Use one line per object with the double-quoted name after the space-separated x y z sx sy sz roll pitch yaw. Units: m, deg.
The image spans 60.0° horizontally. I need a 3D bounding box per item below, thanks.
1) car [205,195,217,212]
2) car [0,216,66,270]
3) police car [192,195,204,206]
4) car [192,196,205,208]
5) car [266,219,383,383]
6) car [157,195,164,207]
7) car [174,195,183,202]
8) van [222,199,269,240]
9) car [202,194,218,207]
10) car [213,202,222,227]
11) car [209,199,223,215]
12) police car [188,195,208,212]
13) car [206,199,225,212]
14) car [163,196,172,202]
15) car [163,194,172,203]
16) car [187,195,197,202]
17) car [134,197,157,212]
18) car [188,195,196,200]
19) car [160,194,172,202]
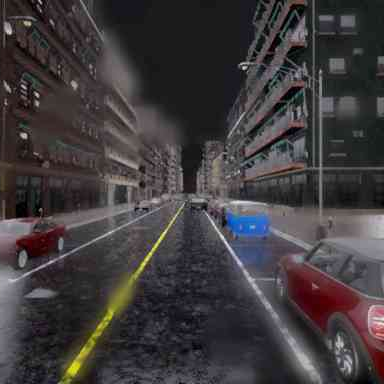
2.692 1.429 33.553 1.967 1.590 4.097 0 0 0 "car"
-5.689 1.541 11.010 1.887 1.381 4.507 0 0 0 "car"
0.900 1.403 54.795 1.930 1.638 5.238 0 0 0 "police car"
0.900 1.459 48.685 1.882 1.535 5.008 0 0 0 "car"
2.692 1.438 5.370 1.967 1.590 4.097 0 0 0 "car"
-5.689 1.505 50.295 1.752 1.417 4.829 0 0 0 "car"
-3.001 1.472 75.959 1.994 1.385 4.181 0 0 0 "car"
2.692 1.336 16.643 1.690 1.788 3.998 0 0 0 "van"
2.693 1.294 50.461 2.192 1.841 5.009 0 0 0 "car"
2.691 1.559 22.280 1.947 1.339 4.313 0 0 0 "car"
2.692 1.536 27.916 1.887 1.381 4.507 0 0 0 "car"
0.762 1.410 38.801 1.930 1.638 5.238 0 0 0 "police car"
2.692 1.537 39.188 2.008 1.369 4.403 0 0 0 "car"
-5.690 1.541 78.648 1.802 1.307 4.206 0 0 0 "car"
-5.689 1.407 67.375 1.967 1.590 4.097 0 0 0 "car"
0.000 1.393 74.239 2.128 1.511 4.902 0 0 0 "car"
-5.689 1.552 39.191 1.947 1.339 4.313 0 0 0 "car"
-0.001 1.408 89.237 1.994 1.385 4.181 0 0 0 "car"
-5.688 1.278 73.011 2.192 1.841 5.009 0 0 0 "car"
